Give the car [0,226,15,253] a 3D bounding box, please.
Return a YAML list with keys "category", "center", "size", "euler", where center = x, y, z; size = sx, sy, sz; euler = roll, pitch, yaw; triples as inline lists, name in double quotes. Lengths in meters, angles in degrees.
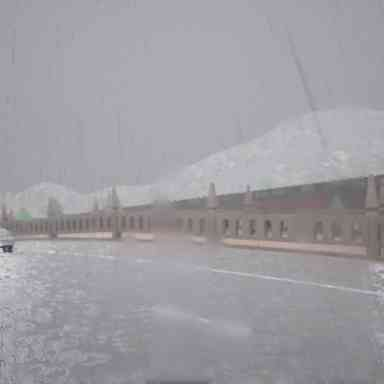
- category: "car"
  center: [-10.008, 2.170, 15.432]
  size: [4.674, 1.442, 1.812]
  euler: [-5, -3, 35]
